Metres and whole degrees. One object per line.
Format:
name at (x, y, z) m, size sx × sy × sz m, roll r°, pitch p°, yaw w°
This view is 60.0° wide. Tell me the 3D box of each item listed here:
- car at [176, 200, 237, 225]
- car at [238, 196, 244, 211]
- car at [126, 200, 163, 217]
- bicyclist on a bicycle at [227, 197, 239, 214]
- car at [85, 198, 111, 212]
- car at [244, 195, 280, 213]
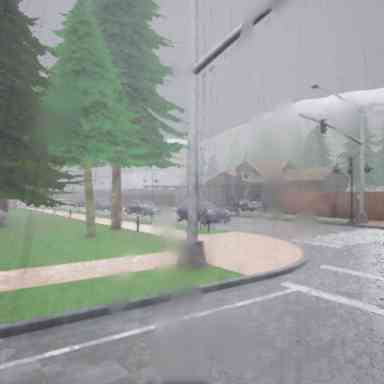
car at (0.764, 1.381, 24.475) m, size 2.097 × 1.767 × 4.553 m, roll 0°, pitch 0°, yaw -37°
car at (6.382, 1.240, 37.933) m, size 3.866 × 1.878 × 1.905 m, roll 0°, pitch 0°, yaw -37°
car at (-4.616, 1.519, 31.688) m, size 2.128 × 1.511 × 4.902 m, roll 0°, pitch 0°, yaw -37°
bicyclist on a bicycle at (4.037, 1.331, 32.614) m, size 1.656 × 1.620 × 0.582 m, roll 0°, pitch 0°, yaw -37°
car at (-10.824, 1.532, 39.955) m, size 1.837 × 1.490 × 4.892 m, roll 0°, pitch 0°, yaw -37°
car at (8.200, 1.239, 36.153) m, size 4.605 × 1.855 × 1.932 m, roll 0°, pitch 0°, yaw -37°
